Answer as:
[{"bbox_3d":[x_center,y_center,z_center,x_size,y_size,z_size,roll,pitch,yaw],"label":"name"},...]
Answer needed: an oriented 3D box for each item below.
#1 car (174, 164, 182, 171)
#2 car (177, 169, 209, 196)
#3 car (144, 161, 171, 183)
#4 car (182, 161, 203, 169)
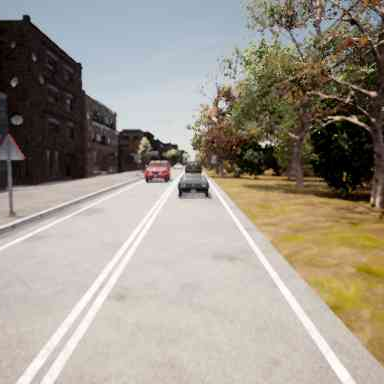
[{"bbox_3d":[-3.005,-5.477,73.250,1.812,1.442,4.674,0,5,0],"label":"car"},{"bbox_3d":[0.097,-0.562,21.525,1.895,1.301,4.718,0,6,0],"label":"car"},{"bbox_3d":[-3.300,-2.067,32.763,2.150,2.045,5.566,0,6,0],"label":"car"},{"bbox_3d":[0.179,-3.028,42.887,2.150,2.045,5.566,0,5,0],"label":"car"}]
